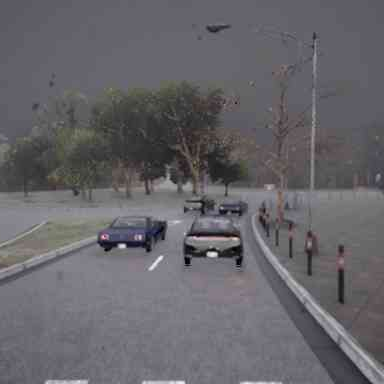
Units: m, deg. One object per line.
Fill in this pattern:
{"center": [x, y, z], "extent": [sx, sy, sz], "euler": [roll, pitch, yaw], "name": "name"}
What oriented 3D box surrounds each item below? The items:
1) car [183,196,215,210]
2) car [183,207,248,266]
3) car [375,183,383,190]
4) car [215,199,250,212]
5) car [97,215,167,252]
{"center": [0.795, 1.068, 29.795], "extent": [2.128, 1.511, 4.902], "euler": [1, 3, 20], "name": "car"}
{"center": [0.795, 1.538, 11.805], "extent": [2.128, 1.511, 4.902], "euler": [0, 0, 5], "name": "car"}
{"center": [38.656, -1.156, 65.958], "extent": [2.185, 1.767, 4.553], "euler": [-1, 3, -12], "name": "car"}
{"center": [3.715, 1.238, 28.657], "extent": [1.895, 1.301, 4.718], "euler": [1, 3, 18], "name": "car"}
{"center": [-2.271, 1.613, 14.042], "extent": [1.895, 1.301, 4.718], "euler": [0, 1, 5], "name": "car"}
